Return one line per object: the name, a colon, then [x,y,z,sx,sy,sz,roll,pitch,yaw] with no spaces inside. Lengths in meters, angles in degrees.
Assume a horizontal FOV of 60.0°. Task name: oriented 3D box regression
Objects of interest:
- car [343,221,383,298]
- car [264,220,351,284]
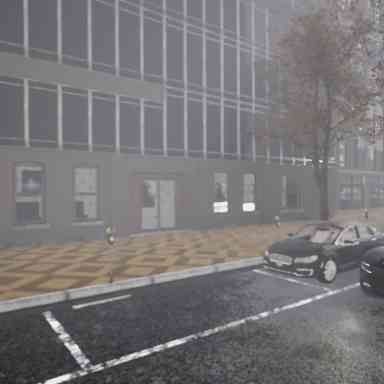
car: [5.705,1.429,7.444,5.008,1.535,1.882,0,0,-35]
car: [3.897,1.504,9.338,4.403,1.369,2.008,0,0,-35]
